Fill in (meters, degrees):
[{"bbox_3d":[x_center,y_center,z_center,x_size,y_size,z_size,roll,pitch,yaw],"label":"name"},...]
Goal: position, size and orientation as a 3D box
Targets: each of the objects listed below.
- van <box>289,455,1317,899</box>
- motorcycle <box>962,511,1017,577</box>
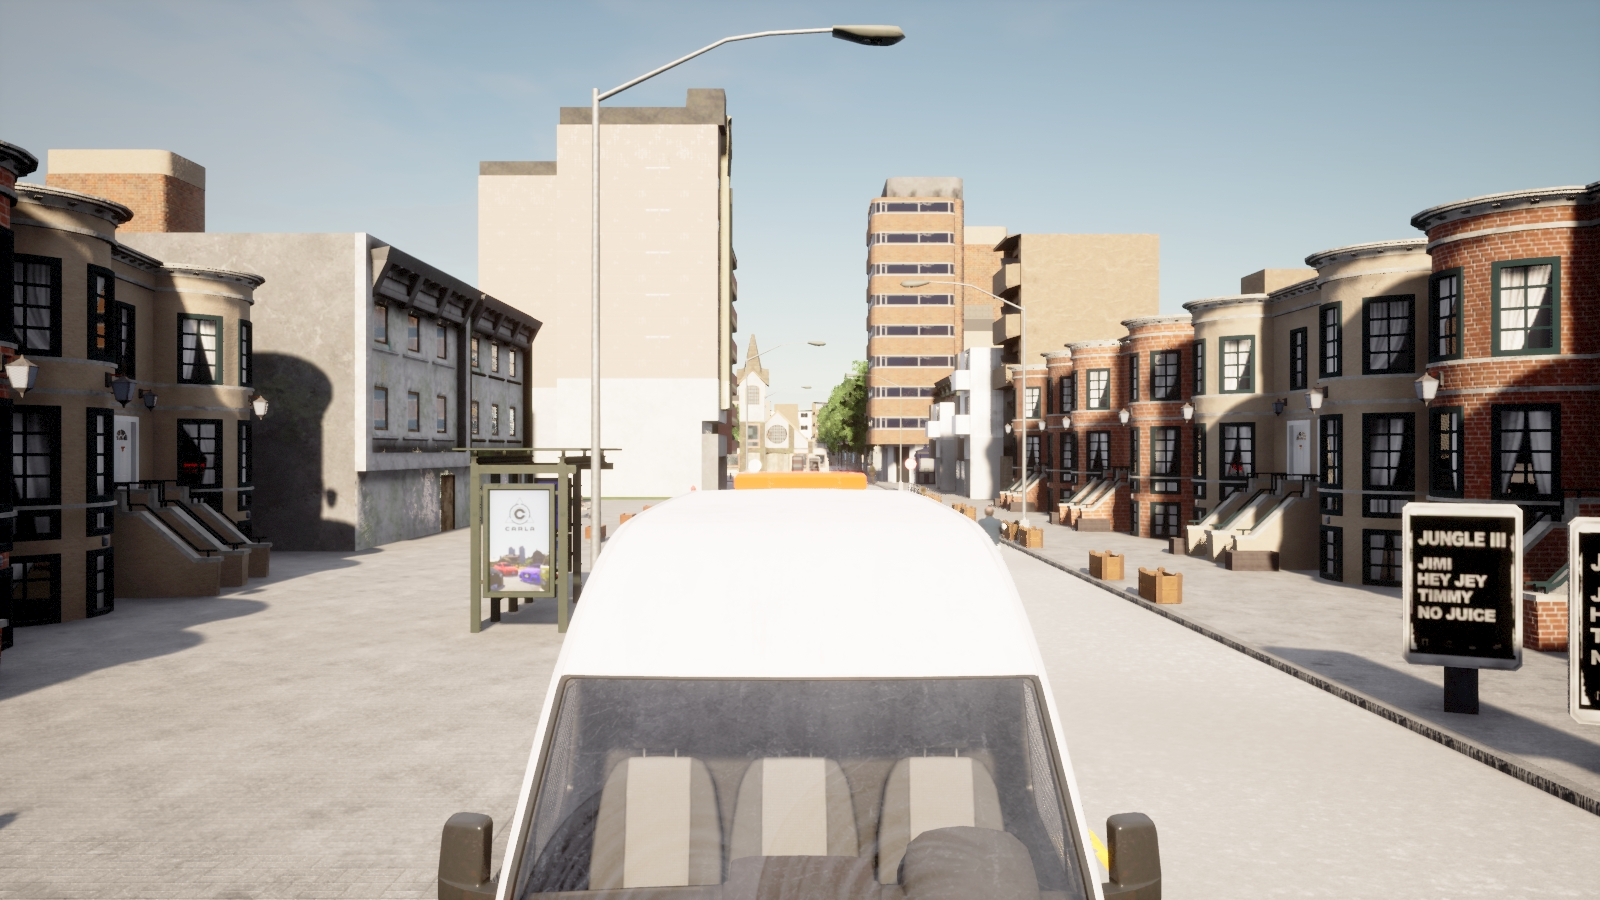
[{"bbox_3d":[0.007,1.317,5.167,1.988,2.561,5.915,0,0,0],"label":"van"},{"bbox_3d":[4.003,1.972,24.275,0.856,1.236,1.805,0,0,0],"label":"motorcycle"}]
